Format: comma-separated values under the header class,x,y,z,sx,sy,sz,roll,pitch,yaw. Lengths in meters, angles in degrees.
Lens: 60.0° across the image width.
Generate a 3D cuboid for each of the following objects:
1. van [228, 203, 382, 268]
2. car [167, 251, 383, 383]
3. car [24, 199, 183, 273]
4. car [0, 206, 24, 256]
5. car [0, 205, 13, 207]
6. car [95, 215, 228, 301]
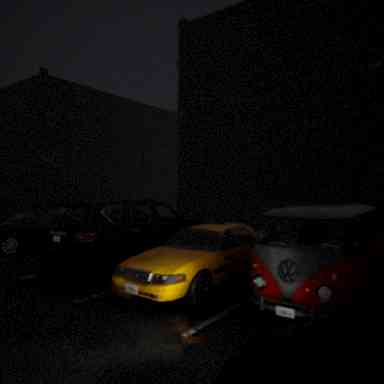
class,x,y,z,sx,sy,sz,roll,pitch,yaw
van,2.704,1.255,6.881,1.878,1.987,4.442,0,0,35
car,2.432,1.478,1.643,5.008,1.535,1.882,0,0,35
car,-1.702,1.231,10.201,2.435,2.045,5.566,0,0,35
car,-6.205,1.486,13.383,2.231,1.521,4.892,0,0,35
car,-10.705,1.516,16.580,2.002,1.452,4.674,0,0,35
car,0.419,1.478,8.426,1.946,1.575,5.366,0,0,35
